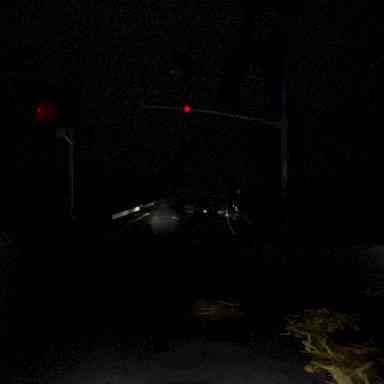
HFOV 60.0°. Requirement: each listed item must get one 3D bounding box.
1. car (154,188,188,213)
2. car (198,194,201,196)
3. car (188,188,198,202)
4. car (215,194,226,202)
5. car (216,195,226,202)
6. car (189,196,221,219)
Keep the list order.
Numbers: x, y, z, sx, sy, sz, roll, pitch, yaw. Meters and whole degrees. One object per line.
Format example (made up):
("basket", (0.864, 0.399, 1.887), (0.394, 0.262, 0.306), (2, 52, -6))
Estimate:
("car", (-2.055, 0.811, 31.541), (2.150, 2.045, 5.566), (0, 3, 6))
("car", (0.737, 0.997, 54.964), (2.033, 1.411, 5.357), (0, -2, 8))
("car", (-0.923, 0.513, 42.171), (2.150, 2.045, 5.566), (0, 1, 7))
("car", (4.772, 1.106, 58.287), (1.812, 1.442, 4.674), (0, -2, 7))
("car", (5.993, 1.356, 68.381), (1.882, 1.535, 5.008), (0, -1, 6))
("car", (1.157, 1.342, 27.418), (1.994, 1.385, 4.181), (0, 3, 5))
